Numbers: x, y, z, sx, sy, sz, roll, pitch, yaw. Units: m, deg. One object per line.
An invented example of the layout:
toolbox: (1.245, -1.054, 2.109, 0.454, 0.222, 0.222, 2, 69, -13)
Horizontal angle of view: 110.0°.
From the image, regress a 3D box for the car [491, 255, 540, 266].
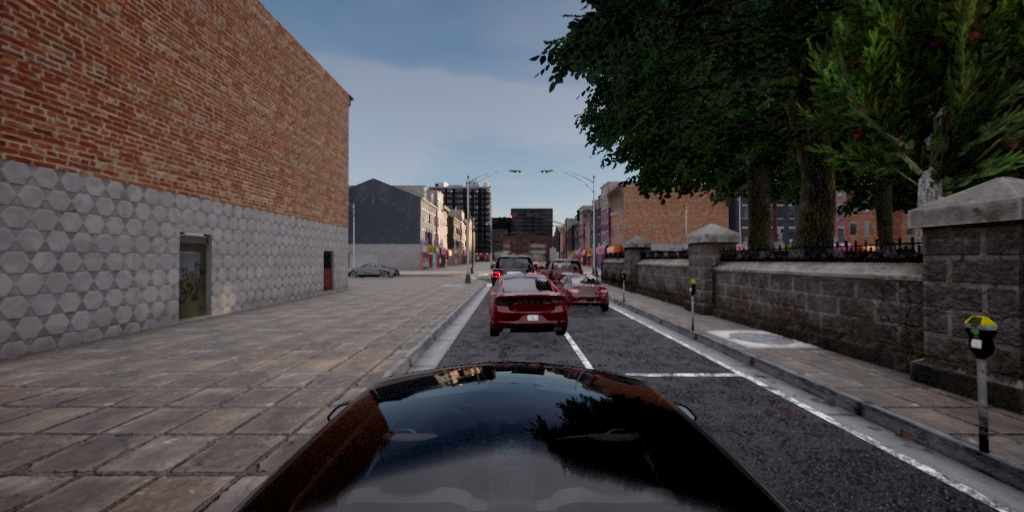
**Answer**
car: (0.111, 0.975, 18.030, 2.150, 2.045, 5.566, 0, 0, 0)

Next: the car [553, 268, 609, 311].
car: (2.660, 1.333, 14.273, 1.802, 1.307, 4.207, 0, 0, 0)

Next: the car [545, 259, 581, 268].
car: (2.669, 1.070, 19.722, 2.192, 1.841, 5.009, 0, 0, 0)

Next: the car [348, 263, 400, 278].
car: (-12.026, 1.296, 31.316, 4.181, 1.385, 1.994, 0, -1, 0)

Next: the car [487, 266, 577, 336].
car: (0.290, 1.228, 10.465, 1.882, 1.535, 5.008, 0, 0, -4)
